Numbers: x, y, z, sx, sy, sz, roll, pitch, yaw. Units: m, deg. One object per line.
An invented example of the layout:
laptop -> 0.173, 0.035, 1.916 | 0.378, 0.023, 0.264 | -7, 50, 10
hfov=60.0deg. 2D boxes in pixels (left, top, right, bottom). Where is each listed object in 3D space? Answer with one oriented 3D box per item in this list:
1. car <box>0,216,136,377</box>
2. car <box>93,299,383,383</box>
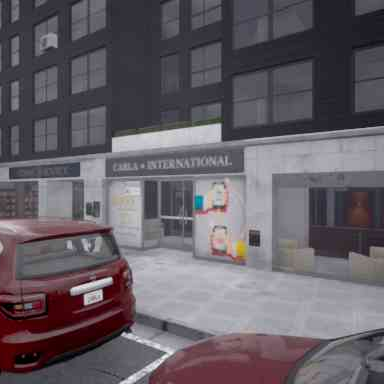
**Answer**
car -> -3.099, 1.314, 5.281 | 5.009, 1.841, 2.192 | 0, 0, 35
car -> 1.513, 1.582, 1.999 | 4.206, 1.307, 1.802 | 0, 0, 35
